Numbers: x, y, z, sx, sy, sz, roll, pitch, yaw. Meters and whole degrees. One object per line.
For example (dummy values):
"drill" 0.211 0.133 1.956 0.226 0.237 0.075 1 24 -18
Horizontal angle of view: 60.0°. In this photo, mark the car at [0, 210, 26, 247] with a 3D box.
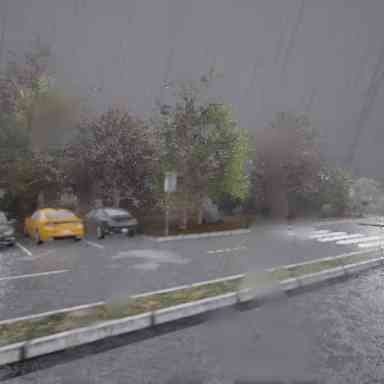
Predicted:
"car" -9.111 1.547 14.737 2.231 1.521 4.892 0 0 -36

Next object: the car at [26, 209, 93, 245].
"car" -6.863 1.559 16.327 2.097 1.535 5.008 0 0 -36

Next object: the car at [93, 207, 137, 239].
"car" -4.620 1.570 17.927 2.231 1.521 4.892 0 0 -35
